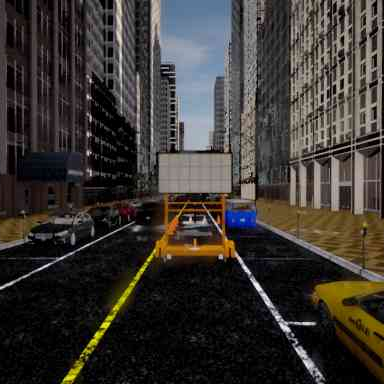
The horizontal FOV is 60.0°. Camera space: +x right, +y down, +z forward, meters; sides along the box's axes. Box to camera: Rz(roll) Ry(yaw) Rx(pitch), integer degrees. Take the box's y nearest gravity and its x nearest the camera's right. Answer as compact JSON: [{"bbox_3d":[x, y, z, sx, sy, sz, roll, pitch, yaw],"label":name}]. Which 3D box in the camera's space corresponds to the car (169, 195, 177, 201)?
[{"bbox_3d":[-5.044,1.502,88.438,1.752,1.417,4.829,-1,0,0],"label":"car"}]

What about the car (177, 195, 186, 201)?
[{"bbox_3d":[-2.419,1.457,78.517,1.882,1.535,5.008,0,0,0],"label":"car"}]

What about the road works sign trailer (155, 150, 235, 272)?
[{"bbox_3d":[0.097,0.462,10.744,2.380,3.560,2.880,0,0,1],"label":"road works sign trailer"}]

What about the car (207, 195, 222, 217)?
[{"bbox_3d":[2.915,1.308,31.711,2.192,1.841,5.009,-1,0,0],"label":"car"}]

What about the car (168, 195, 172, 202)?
[{"bbox_3d":[-5.253,1.536,60.190,2.008,1.369,4.403,-1,0,0],"label":"car"}]

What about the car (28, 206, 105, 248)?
[{"bbox_3d":[-5.589,1.547,14.723,2.008,1.369,4.403,-1,0,0],"label":"car"}]

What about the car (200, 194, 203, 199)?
[{"bbox_3d":[3.293,1.293,82.863,2.192,1.841,5.009,-1,0,0],"label":"car"}]

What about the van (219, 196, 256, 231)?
[{"bbox_3d":[2.831,1.336,20.344,1.690,1.788,3.998,-1,0,0],"label":"van"}]

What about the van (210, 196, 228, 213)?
[{"bbox_3d":[2.957,1.332,37.395,1.690,1.788,3.998,-1,0,0],"label":"van"}]

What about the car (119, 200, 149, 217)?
[{"bbox_3d":[-5.464,1.543,31.773,2.008,1.369,4.403,-1,0,0],"label":"car"}]

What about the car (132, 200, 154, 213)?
[{"bbox_3d":[-5.421,1.573,37.457,1.802,1.307,4.206,-1,0,0],"label":"car"}]

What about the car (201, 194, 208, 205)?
[{"bbox_3d":[3.127,1.536,60.128,2.008,1.369,4.403,-1,0,0],"label":"car"}]

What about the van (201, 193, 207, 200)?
[{"bbox_3d":[3.378,1.315,94.230,1.690,1.788,3.998,-1,0,0],"label":"van"}]

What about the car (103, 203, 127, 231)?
[{"bbox_3d":[-5.547,1.561,20.406,1.947,1.339,4.313,-1,0,0],"label":"car"}]

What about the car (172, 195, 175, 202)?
[{"bbox_3d":[-5.169,1.564,71.557,1.802,1.307,4.206,-1,0,0],"label":"car"}]

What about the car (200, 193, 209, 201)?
[{"bbox_3d":[3.335,1.291,88.547,2.192,1.841,5.009,-1,0,0],"label":"car"}]

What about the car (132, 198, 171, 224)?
[{"bbox_3d":[-2.918,1.472,24.815,1.882,1.535,5.008,0,0,0],"label":"car"}]

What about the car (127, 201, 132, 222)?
[{"bbox_3d":[-5.505,1.539,26.090,1.887,1.381,4.507,-1,0,0],"label":"car"}]

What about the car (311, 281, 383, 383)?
[{"bbox_3d":[2.708,1.524,3.464,1.752,1.417,4.829,-1,0,0],"label":"car"}]
